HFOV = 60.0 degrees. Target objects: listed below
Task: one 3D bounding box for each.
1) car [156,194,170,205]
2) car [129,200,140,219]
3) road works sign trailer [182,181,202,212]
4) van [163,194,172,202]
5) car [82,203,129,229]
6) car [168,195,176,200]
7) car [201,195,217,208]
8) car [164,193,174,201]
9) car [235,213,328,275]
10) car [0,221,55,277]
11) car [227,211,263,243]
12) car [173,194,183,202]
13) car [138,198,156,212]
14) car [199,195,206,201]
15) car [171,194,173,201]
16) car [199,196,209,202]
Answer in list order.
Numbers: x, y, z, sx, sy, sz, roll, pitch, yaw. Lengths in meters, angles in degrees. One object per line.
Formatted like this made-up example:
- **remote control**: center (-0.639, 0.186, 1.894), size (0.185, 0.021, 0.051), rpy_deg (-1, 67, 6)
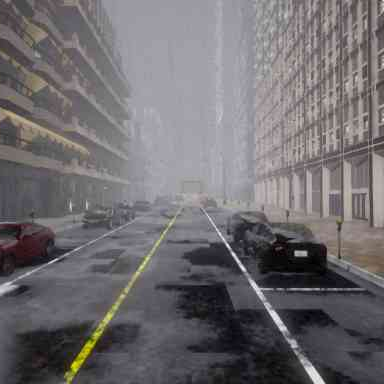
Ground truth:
- **car**: center (-5.674, 1.437, 60.184), size (1.967, 1.590, 4.097), rpy_deg (1, 0, 0)
- **car**: center (-5.676, 1.585, 26.903), size (1.802, 1.307, 4.206), rpy_deg (1, 0, 0)
- **road works sign trailer**: center (0.002, 0.462, 38.645), size (2.380, 3.560, 2.880), rpy_deg (0, 0, 0)
- **van**: center (-5.672, 1.332, 76.825), size (1.690, 1.788, 3.998), rpy_deg (1, 0, 0)
- **car**: center (-5.676, 1.554, 21.357), size (2.008, 1.369, 4.403), rpy_deg (1, 0, 0)
- **car**: center (-5.676, 1.534, 93.465), size (2.008, 1.369, 4.403), rpy_deg (1, 0, 0)
- **car**: center (2.705, 1.544, 49.163), size (1.887, 1.381, 4.507), rpy_deg (1, 0, 0)
- **car**: center (-5.671, 1.303, 82.371), size (2.192, 1.841, 5.009), rpy_deg (1, 0, 0)
- **car**: center (2.704, 1.568, 10.326), size (1.947, 1.339, 4.313), rpy_deg (1, 0, 0)
- **car**: center (-5.676, 1.584, 10.263), size (1.802, 1.307, 4.206), rpy_deg (1, 0, 0)
- **car**: center (2.704, 1.569, 15.874), size (1.947, 1.339, 4.313), rpy_deg (1, 0, 0)
- **car**: center (-2.999, 1.473, 75.972), size (1.812, 1.442, 4.674), rpy_deg (0, 0, 0)
- **car**: center (-5.675, 1.546, 37.997), size (1.887, 1.381, 4.507), rpy_deg (1, 0, 0)
- **car**: center (2.705, 1.511, 88.169), size (1.752, 1.417, 4.829), rpy_deg (1, 0, 0)
- **car**: center (-5.673, 1.433, 71.279), size (1.967, 1.590, 4.097), rpy_deg (1, 0, 0)
- **car**: center (2.704, 1.541, 76.903), size (2.008, 1.369, 4.403), rpy_deg (1, 0, 0)
